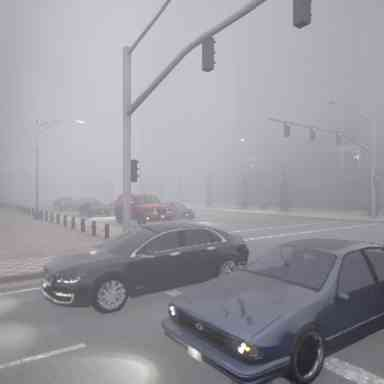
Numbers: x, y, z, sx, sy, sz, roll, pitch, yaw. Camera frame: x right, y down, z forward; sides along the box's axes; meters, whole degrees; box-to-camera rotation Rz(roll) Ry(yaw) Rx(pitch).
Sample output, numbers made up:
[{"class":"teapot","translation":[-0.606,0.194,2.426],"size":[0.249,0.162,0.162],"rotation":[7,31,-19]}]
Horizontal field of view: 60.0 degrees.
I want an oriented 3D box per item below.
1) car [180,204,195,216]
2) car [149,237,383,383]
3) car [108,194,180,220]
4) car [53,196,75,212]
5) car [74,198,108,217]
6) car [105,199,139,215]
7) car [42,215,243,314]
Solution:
[{"class":"car","translation":[-1.540,1.508,26.119],"size":[1.994,1.385,4.181],"rotation":[0,0,-36]},{"class":"car","translation":[2.194,1.537,5.557],"size":[5.357,1.411,2.033],"rotation":[-1,0,-35]},{"class":"car","translation":[-3.432,1.166,22.742],"size":[2.150,2.045,5.566],"rotation":[0,0,-36]},{"class":"car","translation":[-14.671,1.297,38.702],"size":[2.097,1.767,4.553],"rotation":[0,0,-35]},{"class":"car","translation":[-8.931,1.508,30.485],"size":[1.994,1.385,4.181],"rotation":[0,0,-35]},{"class":"car","translation":[-7.279,1.508,34.229],"size":[1.994,1.385,4.181],"rotation":[0,0,-35]},{"class":"car","translation":[-0.811,1.502,7.713],"size":[4.892,1.490,1.837],"rotation":[0,0,-35]}]
